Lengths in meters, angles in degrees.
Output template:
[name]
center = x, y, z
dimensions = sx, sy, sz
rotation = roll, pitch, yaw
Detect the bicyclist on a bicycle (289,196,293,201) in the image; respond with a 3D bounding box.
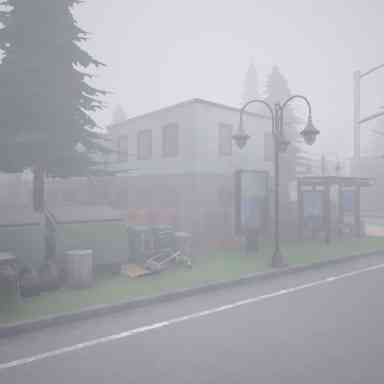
[bicyclist on a bicycle]
center = 10.687, 1.284, 36.345
dimensions = 0.582, 1.620, 1.656
rotation = 0, 0, 44
